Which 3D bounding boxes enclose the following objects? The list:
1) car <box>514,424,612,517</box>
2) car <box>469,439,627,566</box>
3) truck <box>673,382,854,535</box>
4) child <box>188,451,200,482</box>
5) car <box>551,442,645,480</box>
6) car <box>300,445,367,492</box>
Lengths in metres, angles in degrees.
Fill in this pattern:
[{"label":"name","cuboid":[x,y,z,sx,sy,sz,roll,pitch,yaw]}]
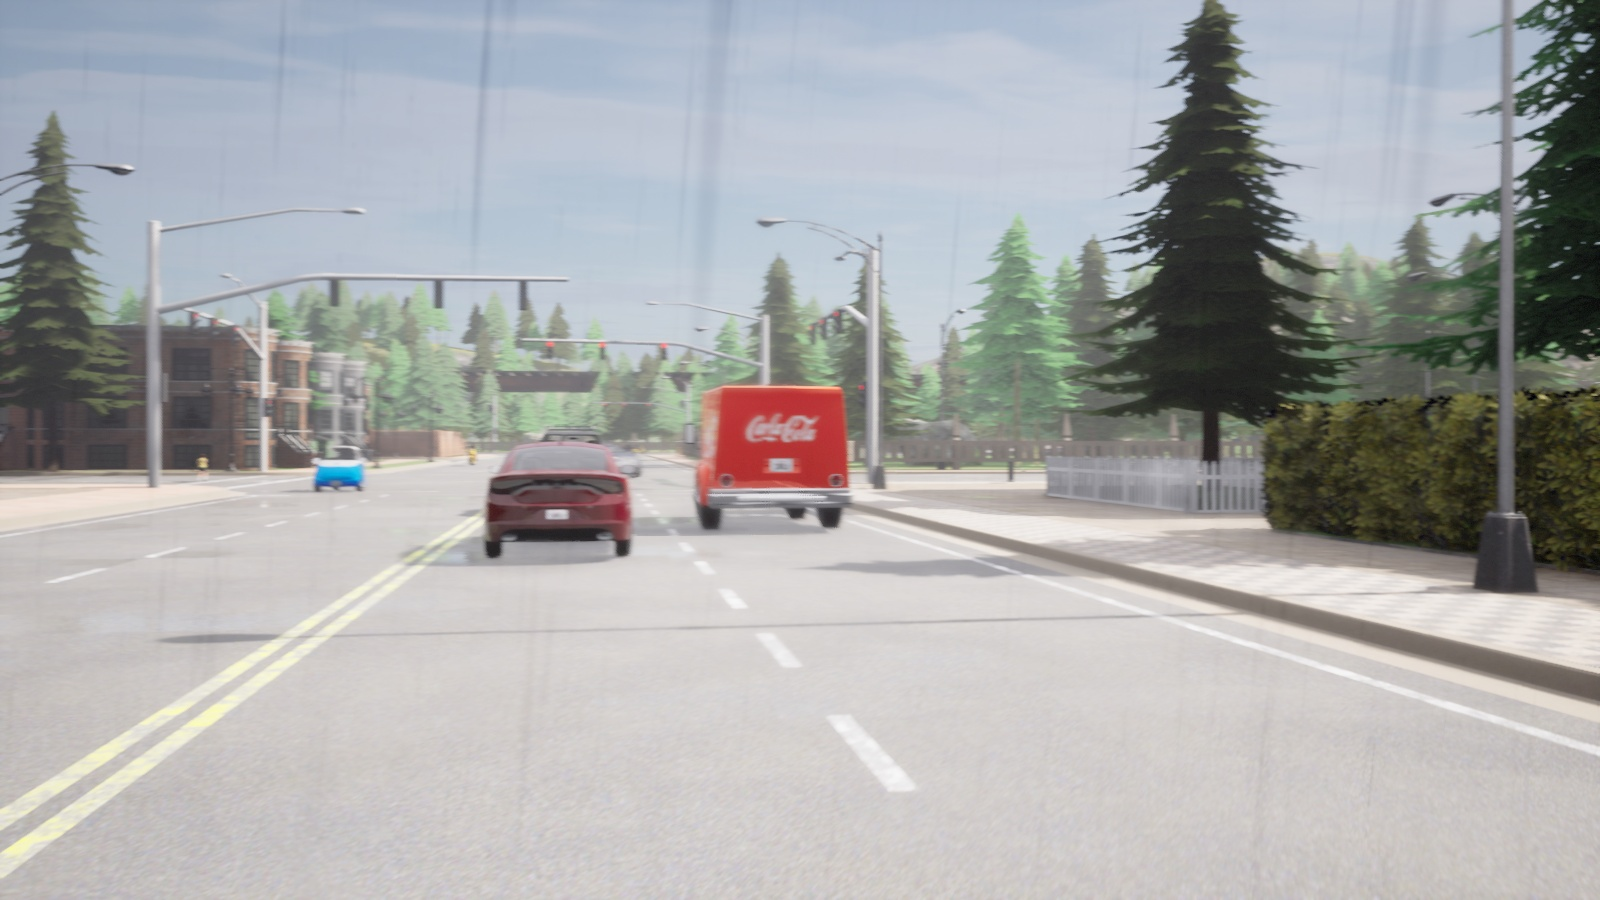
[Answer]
[{"label":"car","cuboid":[-5.130,0.393,27.445,1.932,1.855,4.605,0,0,-9]},{"label":"car","cuboid":[-3.476,0.614,17.736,1.882,1.535,5.008,0,0,-10]},{"label":"truck","cuboid":[-0.844,0.126,23.135,2.627,2.467,5.204,0,0,-10]},{"label":"child","cuboid":[-22.232,0.599,46.067,0.255,1.110,0.394,0,0,-6]},{"label":"car","cuboid":[-8.335,0.443,51.760,3.633,1.501,1.845,0,1,39]},{"label":"car","cuboid":[-13.983,0.547,37.738,1.481,1.376,2.207,0,0,-10]}]
